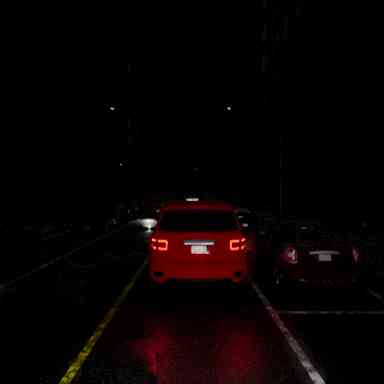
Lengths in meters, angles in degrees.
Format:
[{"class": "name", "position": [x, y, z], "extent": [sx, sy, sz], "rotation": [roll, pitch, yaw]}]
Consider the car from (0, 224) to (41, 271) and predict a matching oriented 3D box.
[{"class": "car", "position": [-5.662, 1.580, 9.098], "extent": [1.802, 1.307, 4.206], "rotation": [0, 0, 0]}]

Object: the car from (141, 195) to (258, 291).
[{"class": "car", "position": [0.114, 1.219, 9.174], "extent": [2.150, 2.045, 5.566], "rotation": [0, 0, 0]}]

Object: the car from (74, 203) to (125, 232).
[{"class": "car", "position": [-5.649, 1.563, 20.100], "extent": [1.947, 1.339, 4.313], "rotation": [0, 0, 0]}]

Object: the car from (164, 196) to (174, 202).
[{"class": "car", "position": [-5.529, 1.600, 79.023], "extent": [2.008, 1.369, 4.403], "rotation": [0, 0, 0]}]

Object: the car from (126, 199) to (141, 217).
[{"class": "car", "position": [-5.638, 1.437, 31.103], "extent": [1.967, 1.590, 4.097], "rotation": [0, 0, 0]}]

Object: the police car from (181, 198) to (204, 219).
[{"class": "police car", "position": [0.033, 1.422, 30.208], "extent": [1.930, 1.638, 5.238], "rotation": [0, 0, 0]}]

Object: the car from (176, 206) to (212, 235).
[{"class": "car", "position": [0.121, 1.598, 19.944], "extent": [1.895, 1.301, 4.718], "rotation": [0, 0, 0]}]

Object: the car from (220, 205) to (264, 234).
[{"class": "car", "position": [2.876, 1.547, 20.091], "extent": [2.008, 1.369, 4.403], "rotation": [0, 0, 0]}]

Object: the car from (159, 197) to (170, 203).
[{"class": "car", "position": [-5.562, 1.611, 68.206], "extent": [1.802, 1.307, 4.206], "rotation": [0, 0, 0]}]

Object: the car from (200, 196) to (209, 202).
[{"class": "car", "position": [2.995, 1.599, 79.001], "extent": [2.008, 1.369, 4.403], "rotation": [0, 0, 0]}]

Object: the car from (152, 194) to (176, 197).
[{"class": "car", "position": [-2.966, 1.314, 31.844], "extent": [2.150, 2.045, 5.566], "rotation": [0, 0, 0]}]

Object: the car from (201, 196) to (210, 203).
[{"class": "car", "position": [2.979, 1.564, 73.763], "extent": [1.752, 1.417, 4.829], "rotation": [0, 0, 0]}]

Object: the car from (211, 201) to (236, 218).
[{"class": "car", "position": [2.888, 1.563, 31.093], "extent": [1.947, 1.339, 4.313], "rotation": [0, 0, 0]}]

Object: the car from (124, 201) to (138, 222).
[{"class": "car", "position": [-5.644, 1.579, 25.602], "extent": [1.802, 1.307, 4.206], "rotation": [0, 0, 0]}]

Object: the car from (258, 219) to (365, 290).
[{"class": "car", "position": [2.863, 1.438, 9.088], "extent": [1.967, 1.590, 4.097], "rotation": [0, 0, 0]}]
